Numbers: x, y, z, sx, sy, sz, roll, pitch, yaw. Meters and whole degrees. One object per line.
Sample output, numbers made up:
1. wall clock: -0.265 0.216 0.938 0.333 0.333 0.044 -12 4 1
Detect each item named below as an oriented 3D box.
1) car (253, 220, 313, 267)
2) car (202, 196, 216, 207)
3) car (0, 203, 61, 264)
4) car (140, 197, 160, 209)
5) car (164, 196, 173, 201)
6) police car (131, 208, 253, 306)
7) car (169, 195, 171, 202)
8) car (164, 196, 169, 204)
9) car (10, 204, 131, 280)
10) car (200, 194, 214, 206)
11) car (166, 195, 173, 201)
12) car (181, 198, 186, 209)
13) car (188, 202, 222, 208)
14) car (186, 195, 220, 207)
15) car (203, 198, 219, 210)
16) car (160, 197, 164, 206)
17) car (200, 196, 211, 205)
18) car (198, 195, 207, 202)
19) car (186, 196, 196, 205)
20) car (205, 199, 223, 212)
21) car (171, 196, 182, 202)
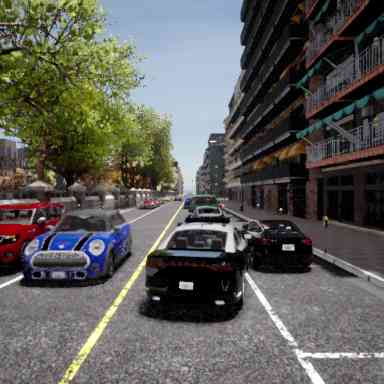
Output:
1. car: 2.654 1.567 11.268 1.947 1.339 4.313 0 0 0
2. car: 2.501 1.468 50.678 1.967 1.590 4.097 0 0 0
3. car: -5.726 1.316 11.236 2.192 1.841 5.009 0 0 0
4. car: -5.858 1.462 45.016 1.967 1.590 4.097 0 0 0
5. car: -6.010 1.624 84.427 2.008 1.369 4.403 0 0 0
6. police car: 0.420 1.426 8.317 1.930 1.638 5.238 0 0 12
7. car: -5.988 1.589 78.626 1.752 1.417 4.829 0 0 0
8. car: -5.923 1.591 61.906 2.008 1.369 4.403 0 0 0
9. car: -3.129 1.353 10.020 2.097 1.767 4.553 0 0 0
10. car: 2.478 1.349 56.308 2.192 1.841 5.009 0 0 0
11. car: -6.032 1.609 89.887 1.752 1.417 4.829 0 0 0
12. car: -0.138 1.500 46.137 1.882 1.535 5.008 0 0 0
13. car: 0.839 1.508 18.020 1.837 1.490 4.892 0 0 0
14. car: 0.815 1.230 24.051 2.150 2.045 5.566 0 0 0
15. car: 2.523 1.566 45.049 1.887 1.381 4.507 0 0 0
16. car: -5.880 1.468 50.644 1.967 1.590 4.097 0 0 0
17. car: 2.457 1.480 61.939 1.967 1.590 4.097 0 0 0
18. car: 2.391 1.503 78.829 1.967 1.590 4.097 0 0 0
19. car: -0.235 1.567 62.935 1.812 1.442 4.674 0 0 0
20. car: 2.545 1.560 39.418 1.887 1.381 4.507 0 0 0
21. car: -3.293 1.626 77.876 1.994 1.385 4.181 0 0 0
